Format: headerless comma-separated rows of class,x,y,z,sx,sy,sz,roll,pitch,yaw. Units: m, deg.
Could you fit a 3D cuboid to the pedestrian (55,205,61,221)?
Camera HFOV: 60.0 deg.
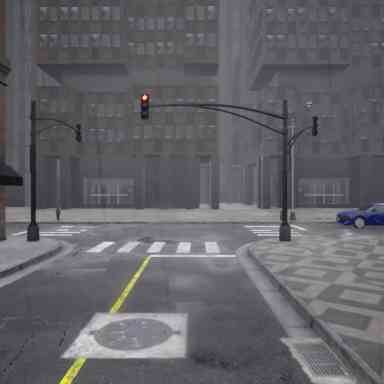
pedestrian,-9.817,1.532,24.418,0.500,1.100,0.500,0,0,1

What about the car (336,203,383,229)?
car,11.811,1.458,21.124,5.008,1.535,1.882,0,0,1
